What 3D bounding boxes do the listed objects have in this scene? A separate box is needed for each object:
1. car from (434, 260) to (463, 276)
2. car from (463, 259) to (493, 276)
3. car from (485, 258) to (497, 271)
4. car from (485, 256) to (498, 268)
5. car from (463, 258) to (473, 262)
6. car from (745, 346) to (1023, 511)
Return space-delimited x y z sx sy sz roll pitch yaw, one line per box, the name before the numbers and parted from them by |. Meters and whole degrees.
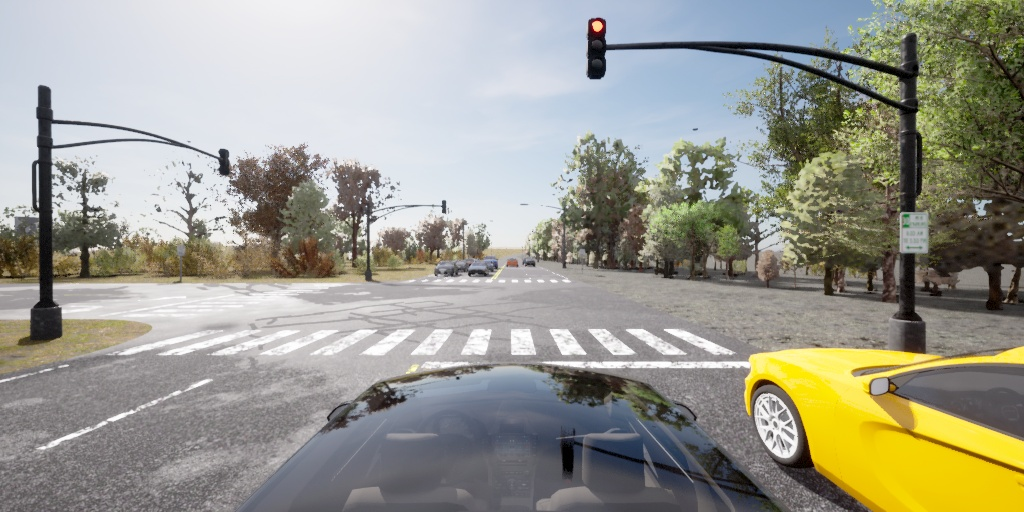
car | -6.600 1.241 36.443 2.128 1.511 4.902 0 0 0
car | -3.352 1.297 36.666 2.033 1.411 5.357 0 0 0
car | -3.349 1.314 45.901 1.994 1.385 4.181 0 0 0
car | -3.344 0.973 56.271 2.150 2.045 5.566 0 0 0
car | -6.599 1.241 45.730 2.128 1.511 4.902 0 0 0
car | 3.363 1.195 1.727 1.882 1.535 5.008 0 1 0
